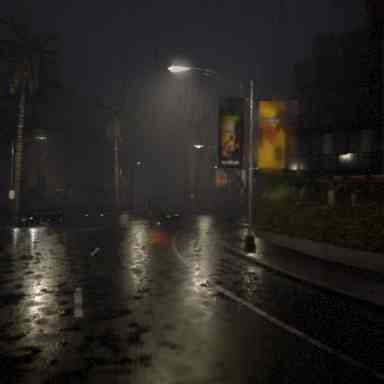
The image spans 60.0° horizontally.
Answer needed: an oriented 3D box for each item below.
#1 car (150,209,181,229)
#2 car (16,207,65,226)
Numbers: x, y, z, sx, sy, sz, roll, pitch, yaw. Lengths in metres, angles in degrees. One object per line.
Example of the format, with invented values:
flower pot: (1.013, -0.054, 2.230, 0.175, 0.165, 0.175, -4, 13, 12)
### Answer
car: (-2.177, 2.230, 28.039, 1.837, 1.490, 4.892, -1, -2, 9)
car: (-12.576, 2.002, 27.943, 1.837, 1.490, 4.892, 1, -2, 8)
